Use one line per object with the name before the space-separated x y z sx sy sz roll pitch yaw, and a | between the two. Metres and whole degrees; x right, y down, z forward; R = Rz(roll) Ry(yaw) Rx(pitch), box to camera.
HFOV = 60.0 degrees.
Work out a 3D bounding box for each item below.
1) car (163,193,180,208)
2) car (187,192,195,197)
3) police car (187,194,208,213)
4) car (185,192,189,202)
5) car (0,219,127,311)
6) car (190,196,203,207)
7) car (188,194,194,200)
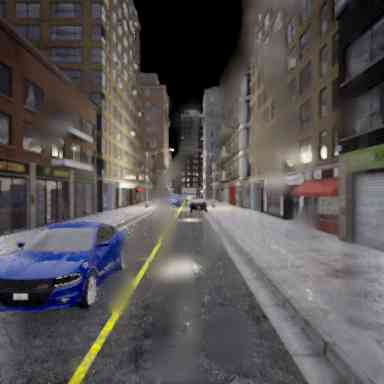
car | -2.968 1.195 49.167 2.150 2.045 5.566 0 0 0
car | 0.688 1.328 47.027 2.097 1.767 4.553 0 0 0
police car | 0.717 1.413 37.167 1.930 1.638 5.238 0 0 0
car | -0.209 1.025 71.558 2.150 2.045 5.566 0 0 0
car | -2.872 1.479 8.063 1.882 1.535 5.008 0 0 0
car | 0.671 1.448 53.057 1.882 1.535 5.008 0 0 0
car | -0.262 1.278 89.652 1.812 1.442 4.674 0 0 0
